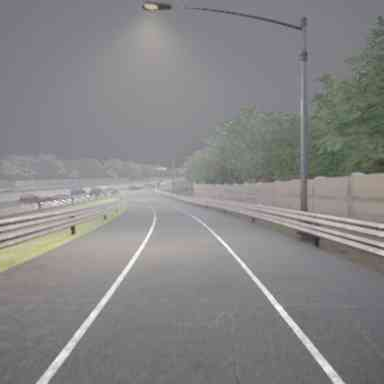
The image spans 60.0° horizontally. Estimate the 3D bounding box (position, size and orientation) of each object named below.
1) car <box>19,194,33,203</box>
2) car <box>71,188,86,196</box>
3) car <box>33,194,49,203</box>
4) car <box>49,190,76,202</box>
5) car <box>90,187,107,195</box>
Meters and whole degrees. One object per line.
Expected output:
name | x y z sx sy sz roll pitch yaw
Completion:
car | -32.441 1.124 66.600 2.097 1.767 4.553 0 3 7
car | -29.840 -0.087 87.211 2.150 2.045 5.566 0 3 7
car | -28.960 1.375 66.233 1.895 1.301 4.718 0 3 7
car | -25.497 1.149 65.715 2.097 1.767 4.553 0 3 7
car | -25.865 -0.277 90.754 2.150 2.045 5.566 0 3 7
